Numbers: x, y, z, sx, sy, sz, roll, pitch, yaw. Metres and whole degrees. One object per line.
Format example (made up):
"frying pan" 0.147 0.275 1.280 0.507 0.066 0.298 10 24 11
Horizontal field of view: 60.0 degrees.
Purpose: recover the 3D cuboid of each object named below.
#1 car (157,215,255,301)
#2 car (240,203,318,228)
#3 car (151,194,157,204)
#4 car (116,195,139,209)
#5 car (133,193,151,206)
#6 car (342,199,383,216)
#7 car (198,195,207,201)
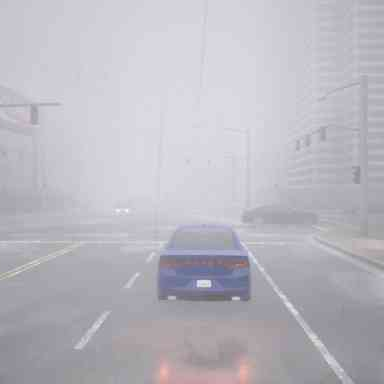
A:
"car" 0.306 1.478 8.383 1.882 1.535 5.008 0 0 2
"car" 5.690 1.477 21.902 5.008 1.535 1.882 0 0 2
"car" -8.431 1.547 66.158 2.033 1.411 5.357 0 0 3
"car" -9.150 1.564 46.134 1.994 1.385 4.181 0 0 2
"car" -8.840 1.221 55.477 2.150 2.045 5.566 0 0 2
"car" 17.221 1.505 32.294 4.892 1.490 1.837 0 0 2
"car" 2.749 1.524 86.160 1.812 1.442 4.674 0 0 2
